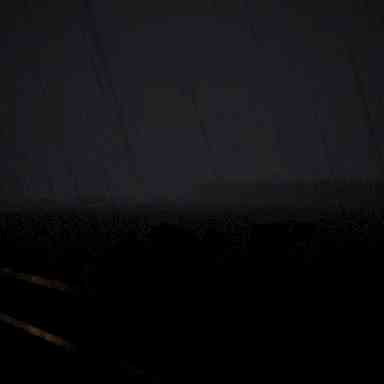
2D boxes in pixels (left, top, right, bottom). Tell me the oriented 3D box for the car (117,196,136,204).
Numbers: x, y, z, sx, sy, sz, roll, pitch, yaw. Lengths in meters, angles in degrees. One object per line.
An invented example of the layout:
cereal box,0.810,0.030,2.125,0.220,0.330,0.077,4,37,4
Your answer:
car,-13.670,1.548,67.964,1.882,1.535,5.008,-1,0,34

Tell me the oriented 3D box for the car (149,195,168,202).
car,-7.288,1.342,72.405,1.837,1.490,4.892,-1,0,34

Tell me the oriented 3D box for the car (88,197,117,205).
car,-16.248,1.581,59.353,1.837,1.490,4.892,-1,0,34
